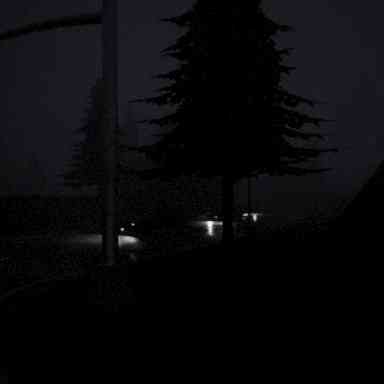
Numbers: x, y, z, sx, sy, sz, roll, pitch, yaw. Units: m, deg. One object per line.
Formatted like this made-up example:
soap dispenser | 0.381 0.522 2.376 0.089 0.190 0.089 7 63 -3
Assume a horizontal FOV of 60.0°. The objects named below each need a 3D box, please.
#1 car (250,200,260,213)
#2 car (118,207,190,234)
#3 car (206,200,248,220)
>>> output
car | 6.877 1.649 38.734 2.033 1.411 5.357 0 0 16
car | -2.251 1.629 20.148 2.033 1.411 5.357 0 0 35
car | 3.087 1.633 29.005 2.033 1.411 5.357 0 0 26
